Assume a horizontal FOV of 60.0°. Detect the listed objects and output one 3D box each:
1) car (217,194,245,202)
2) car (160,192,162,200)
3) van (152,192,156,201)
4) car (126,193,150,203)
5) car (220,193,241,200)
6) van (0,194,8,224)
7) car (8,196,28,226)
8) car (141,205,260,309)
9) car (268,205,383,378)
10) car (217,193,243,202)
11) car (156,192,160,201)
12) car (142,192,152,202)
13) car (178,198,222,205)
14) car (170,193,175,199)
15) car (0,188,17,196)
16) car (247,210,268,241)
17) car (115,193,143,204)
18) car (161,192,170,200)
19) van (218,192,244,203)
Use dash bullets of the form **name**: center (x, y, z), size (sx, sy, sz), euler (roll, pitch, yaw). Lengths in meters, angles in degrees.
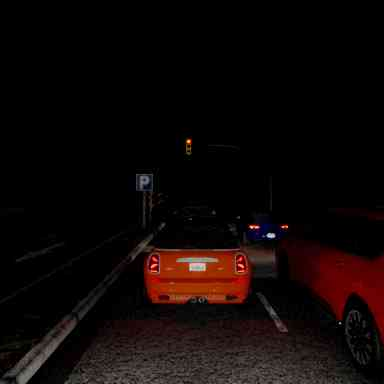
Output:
- **car**: center (8.064, 1.258, 68.920), size (5.366, 1.575, 1.946), euler (1, 0, -13)
- **car**: center (-9.792, 1.353, 75.276), size (4.674, 1.452, 2.002), euler (-1, 0, -13)
- **van**: center (-10.380, 1.087, 69.309), size (4.442, 1.987, 1.878), euler (-1, 0, -14)
- **car**: center (-10.839, 1.190, 66.268), size (4.553, 1.767, 2.185), euler (-1, 0, -14)
- **car**: center (9.295, 1.122, 80.629), size (4.553, 1.767, 2.185), euler (1, 0, -12)
- **van**: center (-13.640, 1.294, 19.534), size (4.442, 1.987, 1.878), euler (-1, 0, -20)
- **car**: center (-13.671, 1.400, 22.511), size (4.553, 1.767, 2.185), euler (-1, 0, -19)
- **car**: center (0.101, 1.363, 8.077), size (2.097, 1.767, 4.553), euler (0, 0, 0)
- **car**: center (3.099, 1.229, 5.688), size (2.150, 2.045, 5.566), euler (0, 0, -1)
- **car**: center (7.534, 1.136, 65.925), size (4.553, 1.767, 2.185), euler (1, 0, -14)
- **car**: center (-10.158, 1.315, 72.280), size (4.892, 1.521, 2.231), euler (-1, 0, -14)
- **car**: center (-10.927, 1.310, 63.316), size (5.366, 1.575, 1.946), euler (-1, 0, -15)
- **car**: center (0.142, 1.377, 16.723), size (2.097, 1.767, 4.553), euler (0, 0, 0)
- **car**: center (-8.179, 1.058, 87.270), size (5.566, 2.045, 2.435), euler (-1, 0, -12)
- **car**: center (-28.267, 0.132, 51.156), size (2.002, 1.452, 4.674), euler (6, -3, -20)
- **car**: center (3.132, 1.548, 15.382), size (1.812, 1.442, 4.674), euler (0, 0, 0)
- **car**: center (-11.565, 1.353, 60.322), size (4.792, 1.488, 2.163), euler (-1, 0, -15)
- **car**: center (-8.623, 1.350, 84.262), size (4.674, 1.452, 2.002), euler (-1, 0, -12)
- **van**: center (7.157, 1.037, 62.955), size (4.442, 1.987, 1.878), euler (1, 0, -14)
